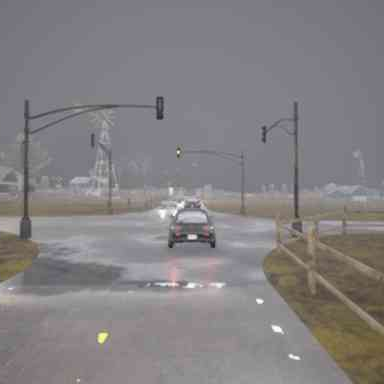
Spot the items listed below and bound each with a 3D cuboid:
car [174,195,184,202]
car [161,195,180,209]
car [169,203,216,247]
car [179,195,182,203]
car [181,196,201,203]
[{"bbox_3d":[-2.765,1.323,72.789,2.033,1.411,5.357,0,0,0],"label":"car"},{"bbox_3d":[-2.852,1.420,42.468,1.895,1.301,4.718,0,0,0],"label":"car"},{"bbox_3d":[-0.004,1.439,14.313,1.812,1.442,4.674,0,1,0],"label":"car"},{"bbox_3d":[-2.816,1.303,57.460,1.837,1.490,4.892,0,0,1],"label":"car"},{"bbox_3d":[0.055,1.355,37.726,1.812,1.442,4.674,0,0,0],"label":"car"}]
